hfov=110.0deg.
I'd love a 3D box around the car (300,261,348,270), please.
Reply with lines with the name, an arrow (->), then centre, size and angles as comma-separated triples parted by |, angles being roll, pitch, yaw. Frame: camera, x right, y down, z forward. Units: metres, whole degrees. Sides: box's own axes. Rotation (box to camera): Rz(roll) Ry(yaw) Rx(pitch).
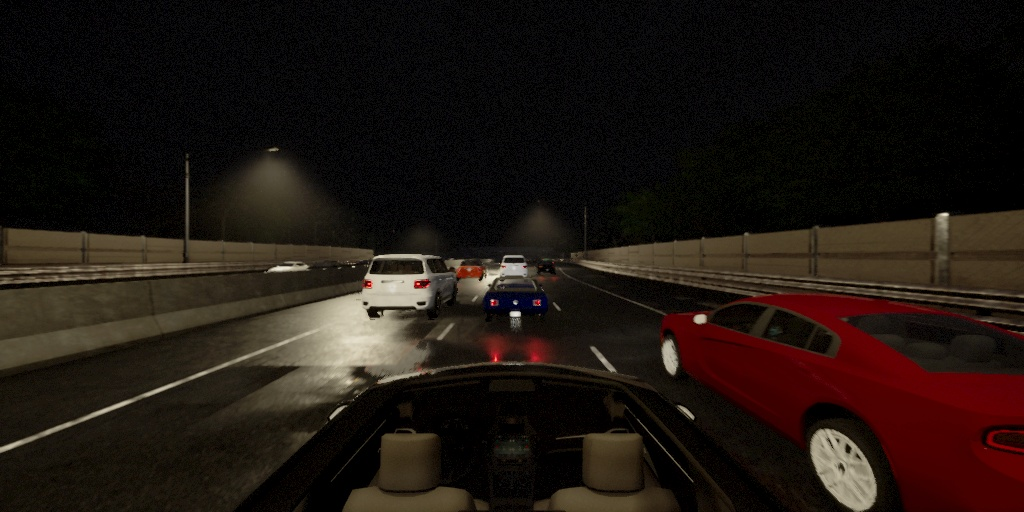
car -> -17.495, 1.226, 34.133 | 1.882, 1.535, 5.008 | 0, 0, 0

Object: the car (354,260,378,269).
car -> -23.547, 1.306, 58.087 | 2.033, 1.411, 5.357 | 0, 0, -2

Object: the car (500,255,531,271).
car -> 0.172, 0.972, 29.570 | 2.150, 2.045, 5.566 | 0, 0, 0

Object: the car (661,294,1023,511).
car -> 3.494, 1.181, 4.224 | 1.882, 1.535, 5.008 | 0, 0, 0

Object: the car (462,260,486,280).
car -> -3.324, 1.102, 30.079 | 2.097, 1.767, 4.553 | 0, 0, 0

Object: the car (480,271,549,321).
car -> 0.110, 1.350, 12.350 | 1.895, 1.301, 4.718 | 0, 0, 0

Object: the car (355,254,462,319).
car -> -3.389, 0.971, 12.859 | 2.150, 2.045, 5.566 | 0, 0, 0

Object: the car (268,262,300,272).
car -> -20.995, 1.274, 34.096 | 1.812, 1.442, 4.674 | 0, 0, 0

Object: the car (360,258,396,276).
car -> -13.969, 1.102, 37.685 | 2.097, 1.767, 4.553 | 0, 0, 1

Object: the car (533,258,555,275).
car -> 3.623, 1.230, 38.945 | 1.812, 1.442, 4.674 | 0, 0, 0
